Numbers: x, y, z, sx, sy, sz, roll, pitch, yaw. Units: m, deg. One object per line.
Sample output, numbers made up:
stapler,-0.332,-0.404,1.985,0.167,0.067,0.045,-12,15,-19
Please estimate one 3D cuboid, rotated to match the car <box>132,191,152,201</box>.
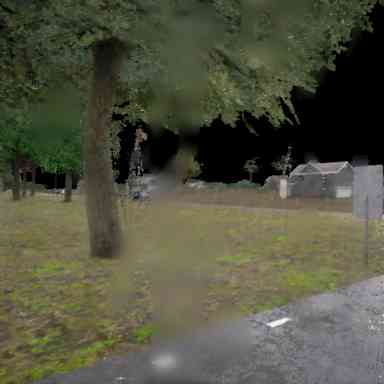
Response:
car,-8.786,0.690,58.244,2.097,1.767,4.553,2,-1,-36
